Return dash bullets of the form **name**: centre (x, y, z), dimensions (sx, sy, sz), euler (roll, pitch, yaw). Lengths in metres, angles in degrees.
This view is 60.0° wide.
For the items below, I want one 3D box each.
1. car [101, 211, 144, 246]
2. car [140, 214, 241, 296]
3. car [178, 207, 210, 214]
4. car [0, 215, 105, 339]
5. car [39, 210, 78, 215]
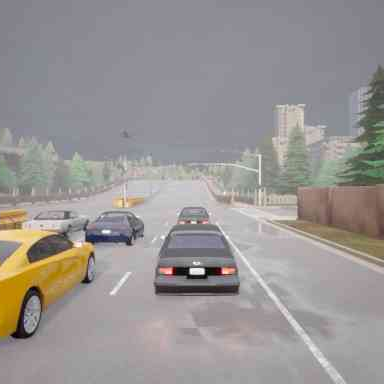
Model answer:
- **car**: centre (-3.419, 1.564, 15.353), dimensions (1.994, 1.385, 4.181), euler (0, 0, 0)
- **car**: centre (0.092, 1.547, 8.806), dimensions (2.033, 1.411, 5.357), euler (0, 0, 0)
- **car**: centre (0.106, 1.547, 18.872), dimensions (2.033, 1.411, 5.357), euler (0, 0, 1)
- **car**: centre (-3.406, 1.478, 6.596), dimensions (1.882, 1.535, 5.008), euler (0, 0, 0)
- **car**: centre (-6.916, 1.601, 17.582), dimensions (1.895, 1.301, 4.718), euler (0, 0, 0)
